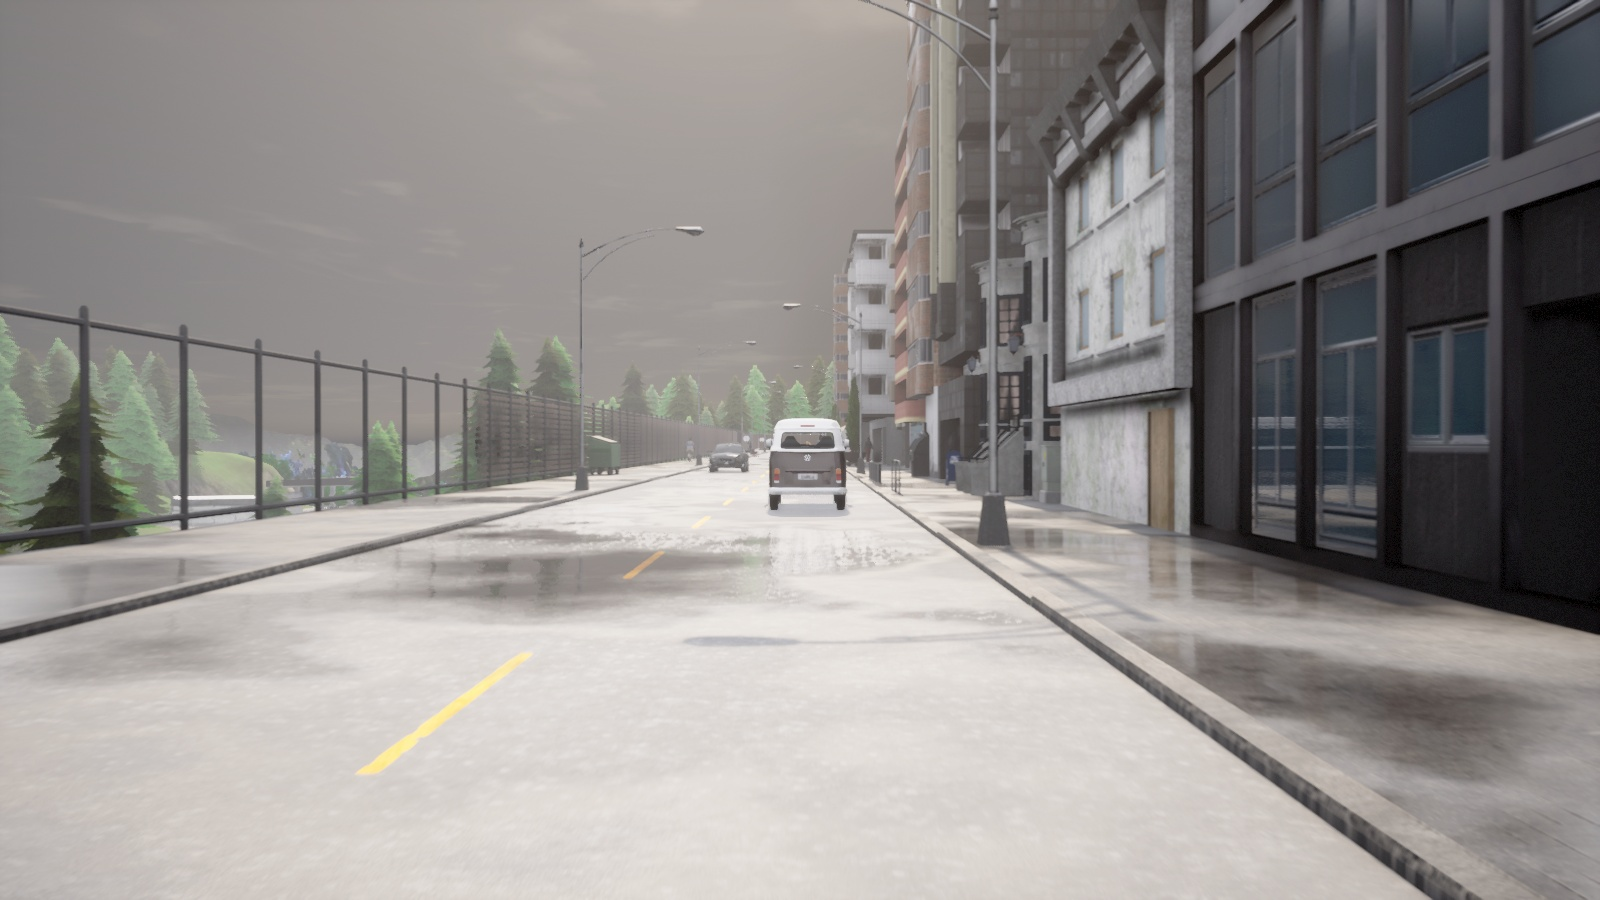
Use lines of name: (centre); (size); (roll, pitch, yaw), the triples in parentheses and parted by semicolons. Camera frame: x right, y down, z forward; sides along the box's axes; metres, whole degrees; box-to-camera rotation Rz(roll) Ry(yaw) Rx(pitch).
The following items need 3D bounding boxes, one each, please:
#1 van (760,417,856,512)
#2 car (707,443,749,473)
van: (0.179, 0.304, 29.372); (2.069, 2.038, 4.480); (0, 0, 0)
car: (-3.626, 0.387, 64.218); (1.837, 1.490, 4.892); (0, 0, 0)
